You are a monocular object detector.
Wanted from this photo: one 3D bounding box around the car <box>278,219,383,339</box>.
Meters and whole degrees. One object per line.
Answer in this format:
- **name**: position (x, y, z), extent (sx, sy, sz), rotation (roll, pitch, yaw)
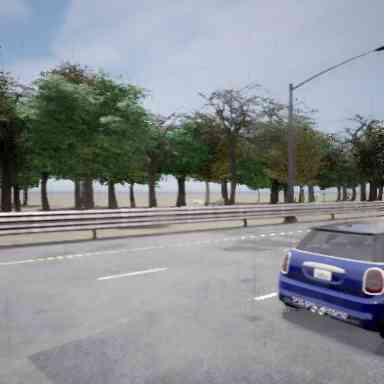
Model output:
- **car**: position (3.843, 1.357, 6.610), extent (4.553, 1.767, 2.097), rotation (0, 0, -35)
